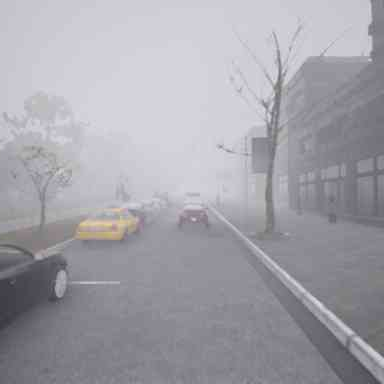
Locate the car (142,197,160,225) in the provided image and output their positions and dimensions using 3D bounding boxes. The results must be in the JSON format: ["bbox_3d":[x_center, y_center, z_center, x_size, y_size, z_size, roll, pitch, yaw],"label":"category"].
[{"bbox_3d":[-3.651,1.370,21.851,2.097,1.535,5.008,0,1,2],"label":"car"}]

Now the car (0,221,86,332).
[{"bbox_3d":[-3.652,1.465,5.217,2.097,1.535,5.008,0,0,2],"label":"car"}]

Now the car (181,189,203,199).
[{"bbox_3d":[0.100,0.947,40.134,2.150,2.045,5.566,0,1,0],"label":"car"}]

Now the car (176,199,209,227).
[{"bbox_3d":[0.101,1.384,21.274,1.812,1.442,4.674,0,0,0],"label":"car"}]

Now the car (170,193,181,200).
[{"bbox_3d":[-3.648,0.949,72.542,2.002,1.452,4.674,0,1,2],"label":"car"}]

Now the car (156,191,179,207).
[{"bbox_3d":[-3.650,1.011,49.553,2.185,1.767,4.553,0,1,2],"label":"car"}]

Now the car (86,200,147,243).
[{"bbox_3d":[-3.643,1.395,15.469,1.946,1.575,5.366,0,0,2],"label":"car"}]

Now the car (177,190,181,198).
[{"bbox_3d":[-3.641,0.977,66.405,1.946,1.575,5.366,0,1,2],"label":"car"}]

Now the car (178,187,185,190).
[{"bbox_3d":[-3.624,0.450,85.795,2.185,1.767,4.553,2,2,2],"label":"car"}]

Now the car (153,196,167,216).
[{"bbox_3d":[-3.650,1.334,27.407,2.231,1.521,4.892,0,0,2],"label":"car"}]

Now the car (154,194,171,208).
[{"bbox_3d":[-3.650,1.277,32.948,2.097,1.535,5.008,0,0,2],"label":"car"}]
